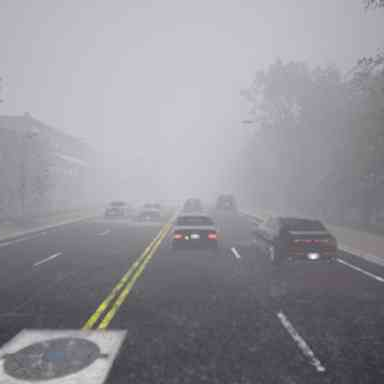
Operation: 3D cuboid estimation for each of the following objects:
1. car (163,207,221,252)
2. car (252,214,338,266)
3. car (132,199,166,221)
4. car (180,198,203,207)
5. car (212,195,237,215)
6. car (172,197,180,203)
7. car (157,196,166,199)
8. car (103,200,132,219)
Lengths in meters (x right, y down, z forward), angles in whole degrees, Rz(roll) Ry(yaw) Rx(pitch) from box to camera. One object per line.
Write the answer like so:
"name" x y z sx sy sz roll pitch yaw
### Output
"car" 0.103 1.570 13.868 2.033 1.411 5.357 0 0 0
"car" 3.354 1.524 11.604 1.837 1.490 4.892 0 0 0
"car" -3.341 1.592 27.939 2.033 1.411 5.357 0 0 0
"car" 0.109 1.408 34.941 2.097 1.767 4.553 0 0 0
"car" 3.358 1.277 34.612 2.150 2.045 5.566 0 0 0
"car" -3.235 1.691 69.293 1.895 1.301 4.718 0 0 0
"car" -6.485 1.592 70.353 1.994 1.385 4.181 0 0 0
"car" -6.588 1.553 29.979 1.837 1.490 4.892 0 0 0
